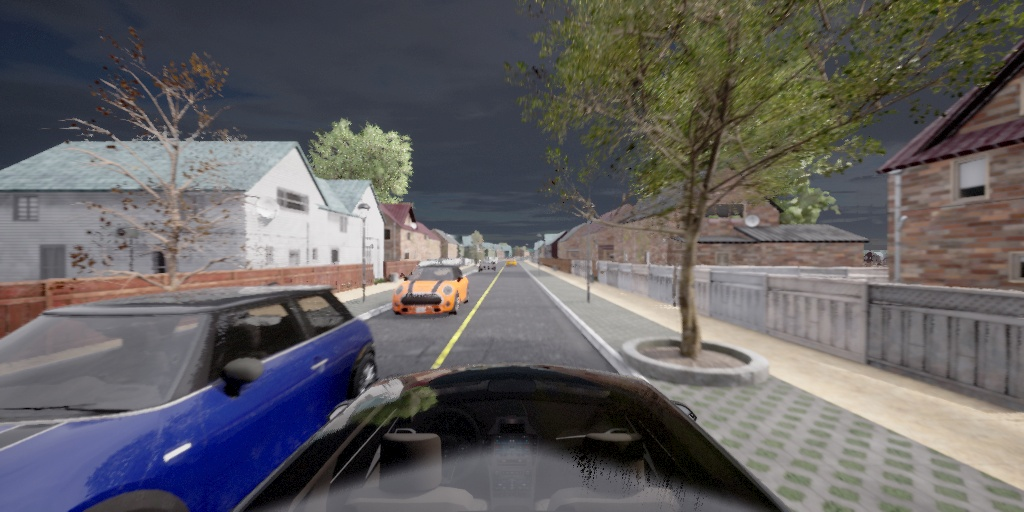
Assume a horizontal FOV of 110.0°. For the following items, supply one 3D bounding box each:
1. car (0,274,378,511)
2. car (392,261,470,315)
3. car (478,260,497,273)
[{"bbox_3d":[-2.847,1.106,2.920,2.097,1.767,4.553,0,0,0],"label":"car"},{"bbox_3d":[-2.858,1.105,13.513,2.097,1.767,4.553,0,0,0],"label":"car"},{"bbox_3d":[-2.825,1.105,41.570,1.994,1.385,4.181,0,0,0],"label":"car"}]
